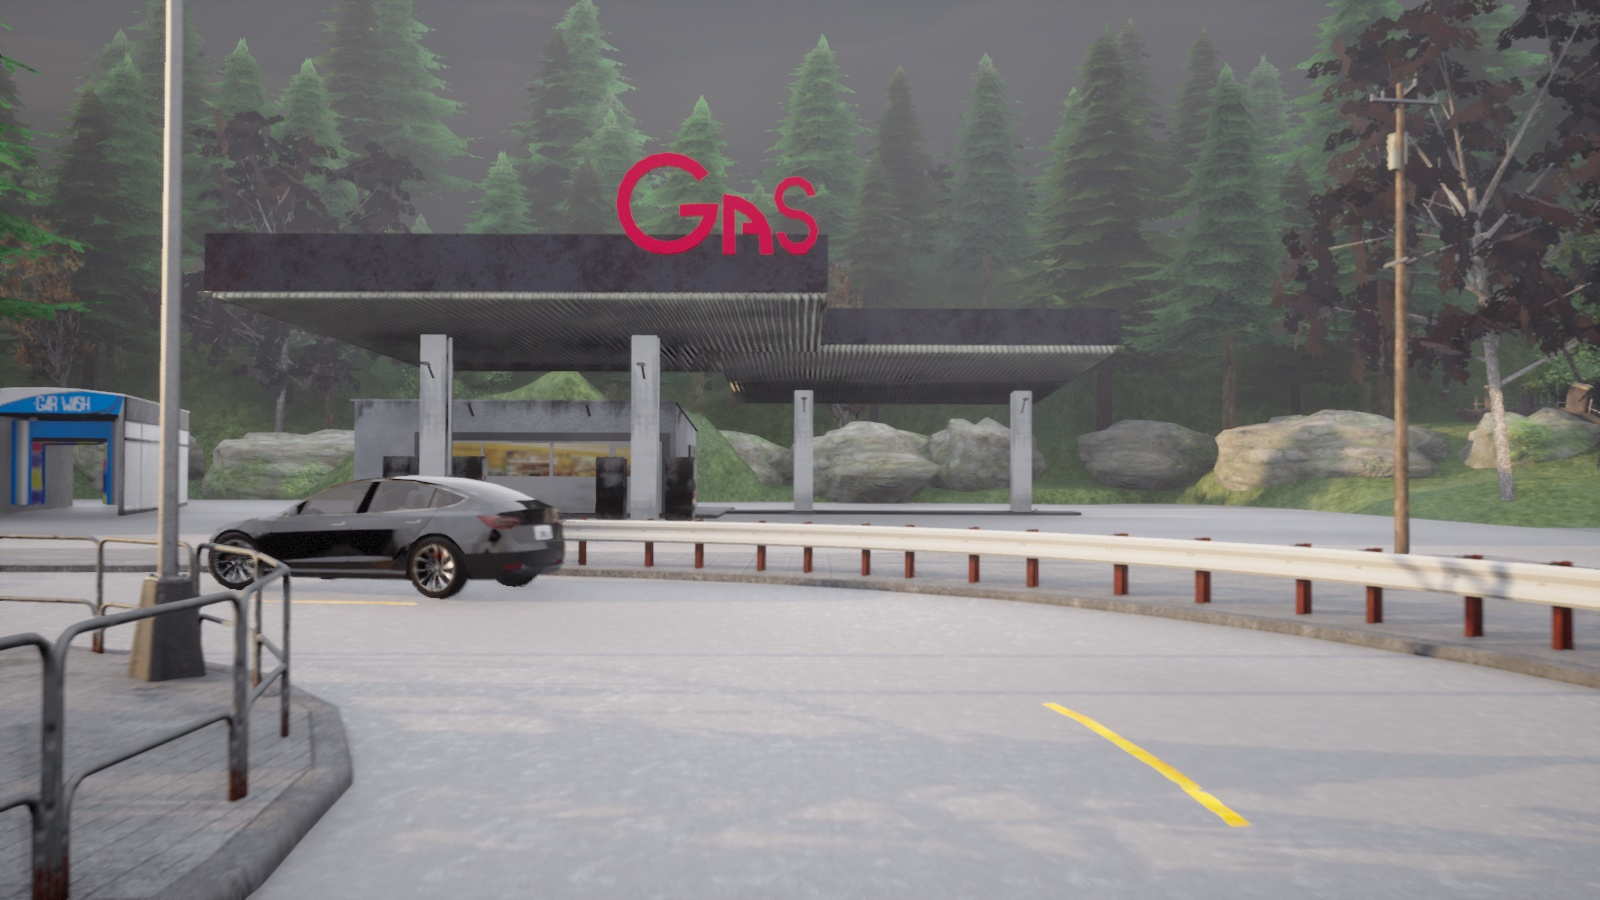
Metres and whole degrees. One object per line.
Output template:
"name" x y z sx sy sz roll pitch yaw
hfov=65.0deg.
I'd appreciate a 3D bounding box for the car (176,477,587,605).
"car" -5.472 1.116 16.534 4.792 1.488 2.163 -1 -1 19
